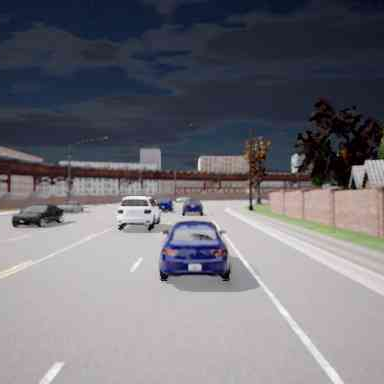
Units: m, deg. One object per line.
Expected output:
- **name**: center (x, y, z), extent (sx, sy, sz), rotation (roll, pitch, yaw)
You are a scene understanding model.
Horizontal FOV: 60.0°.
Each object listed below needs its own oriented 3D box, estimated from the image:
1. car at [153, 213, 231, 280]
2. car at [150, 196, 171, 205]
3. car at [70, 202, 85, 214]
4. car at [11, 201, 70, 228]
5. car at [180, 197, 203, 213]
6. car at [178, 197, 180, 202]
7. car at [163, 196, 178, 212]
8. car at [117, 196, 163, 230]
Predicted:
- **car**: center (0.075, 1.588, 10.003), extent (1.812, 1.442, 4.674), rotation (0, 0, 0)
- **car**: center (-5.998, 1.592, 63.307), extent (2.097, 1.767, 4.553), rotation (0, 0, 23)
- **car**: center (-14.044, 1.758, 38.389), extent (1.895, 1.301, 4.718), rotation (0, 0, 1)
- **car**: center (-10.615, 1.586, 23.251), extent (1.882, 1.535, 5.008), rotation (0, 0, 0)
- **car**: center (0.076, 1.502, 36.184), extent (2.097, 1.767, 4.553), rotation (0, 0, 0)
- **car**: center (-2.239, 1.822, 77.047), extent (1.812, 1.442, 4.674), rotation (-1, 0, 35)
- **car**: center (-3.305, 1.644, 42.120), extent (1.882, 1.535, 5.008), rotation (0, 0, 3)
- **car**: center (-3.416, 1.328, 22.089), extent (2.150, 2.045, 5.566), rotation (0, 0, 0)
